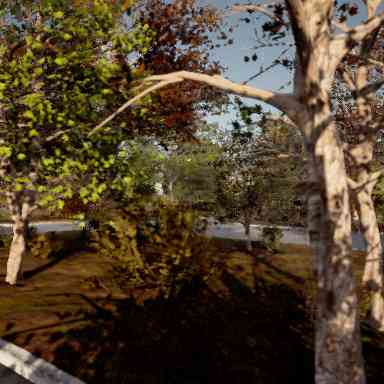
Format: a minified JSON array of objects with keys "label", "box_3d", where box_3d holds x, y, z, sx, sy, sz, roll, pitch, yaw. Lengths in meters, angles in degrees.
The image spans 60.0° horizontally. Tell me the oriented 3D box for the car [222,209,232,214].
[{"label":"car","box_3d":[4.207,2.791,46.922,2.097,1.767,4.553,-1,-3,37]}]
